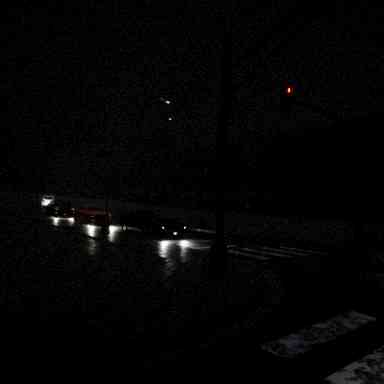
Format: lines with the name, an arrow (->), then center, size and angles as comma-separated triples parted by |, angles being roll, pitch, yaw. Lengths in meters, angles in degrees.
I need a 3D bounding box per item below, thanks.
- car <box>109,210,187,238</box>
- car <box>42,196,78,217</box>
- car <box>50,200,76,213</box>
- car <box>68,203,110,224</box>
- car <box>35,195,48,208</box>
car -> -2.489, 1.761, 19.229 | 2.033, 1.411, 5.357 | 4, -3, -38
car -> -14.067, 1.678, 35.434 | 2.097, 1.767, 4.553 | 4, -2, -35
car -> -17.716, 1.939, 45.453 | 2.128, 1.511, 4.902 | 4, -2, -35
car -> -8.213, 1.769, 27.260 | 1.882, 1.535, 5.008 | 4, -3, -36
car -> -23.590, 1.547, 53.583 | 2.150, 2.045, 5.566 | 4, -1, -36
